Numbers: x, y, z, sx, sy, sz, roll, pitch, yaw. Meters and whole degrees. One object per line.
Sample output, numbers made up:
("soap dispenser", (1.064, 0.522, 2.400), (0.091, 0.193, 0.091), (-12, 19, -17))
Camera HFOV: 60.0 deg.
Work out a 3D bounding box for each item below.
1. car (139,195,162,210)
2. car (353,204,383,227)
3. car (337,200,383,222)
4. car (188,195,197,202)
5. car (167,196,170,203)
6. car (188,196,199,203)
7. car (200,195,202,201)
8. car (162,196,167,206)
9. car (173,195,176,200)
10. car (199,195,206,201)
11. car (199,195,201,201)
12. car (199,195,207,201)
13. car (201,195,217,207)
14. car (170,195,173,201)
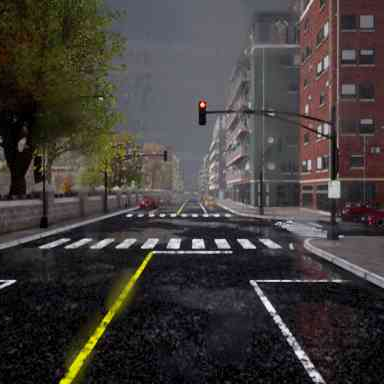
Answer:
("car", (-5.642, 1.302, 43.878), (2.192, 1.841, 5.009), (0, 0, 0))
("car", (14.693, 1.838, 24.677), (4.181, 1.385, 1.994), (1, 0, 0))
("car", (14.648, 1.577, 27.282), (5.009, 1.841, 2.192), (1, -1, 0))
("car", (0.094, 1.551, 79.593), (1.994, 1.385, 4.181), (0, 0, 0))
("car", (-5.623, 1.535, 60.483), (1.887, 1.381, 4.507), (0, 0, 0))
("car", (0.084, 1.541, 69.183), (2.033, 1.411, 5.357), (0, 0, 0))
("car", (2.752, 1.534, 54.939), (1.887, 1.381, 4.507), (0, 0, 0))
("car", (-5.629, 1.429, 54.948), (1.967, 1.590, 4.097), (0, 0, 0))
("car", (-5.597, 1.582, 82.624), (1.802, 1.307, 4.206), (0, 0, 0))
("car", (2.789, 1.548, 88.150), (1.887, 1.381, 4.507), (0, 0, 0))
("car", (2.758, 1.541, 60.475), (2.008, 1.369, 4.403), (0, 0, 0))
("car", (2.783, 1.544, 82.615), (1.887, 1.381, 4.507), (0, 0, 0))
("car", (2.745, 1.513, 49.574), (1.752, 1.417, 4.829), (0, 0, 0))
("car", (-5.610, 1.576, 71.553), (1.802, 1.307, 4.206), (0, 0, 0))
